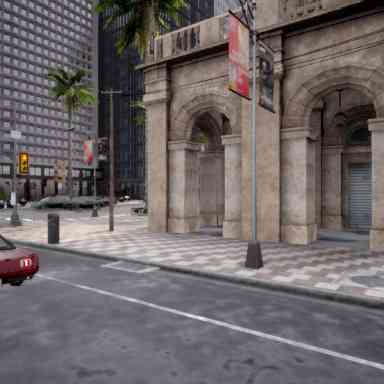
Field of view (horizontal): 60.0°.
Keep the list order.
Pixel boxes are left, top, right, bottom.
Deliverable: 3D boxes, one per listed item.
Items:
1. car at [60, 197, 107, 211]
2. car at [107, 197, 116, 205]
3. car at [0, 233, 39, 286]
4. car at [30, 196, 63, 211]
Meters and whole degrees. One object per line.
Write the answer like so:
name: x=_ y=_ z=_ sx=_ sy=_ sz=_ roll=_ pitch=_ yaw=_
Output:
car: x=-13.240 y=1.601 z=40.955 sx=1.895 sy=1.301 sz=4.718 roll=0 pitch=0 yaw=36
car: x=-13.928 y=1.513 z=51.276 sx=2.161 sy=1.482 sz=4.786 roll=0 pitch=0 yaw=35
car: x=-5.828 y=1.601 z=8.200 sx=4.718 sy=1.301 sz=1.895 roll=0 pitch=0 yaw=37
car: x=-17.483 y=1.352 z=41.054 sx=2.097 sy=1.767 sz=4.553 roll=0 pitch=0 yaw=36
